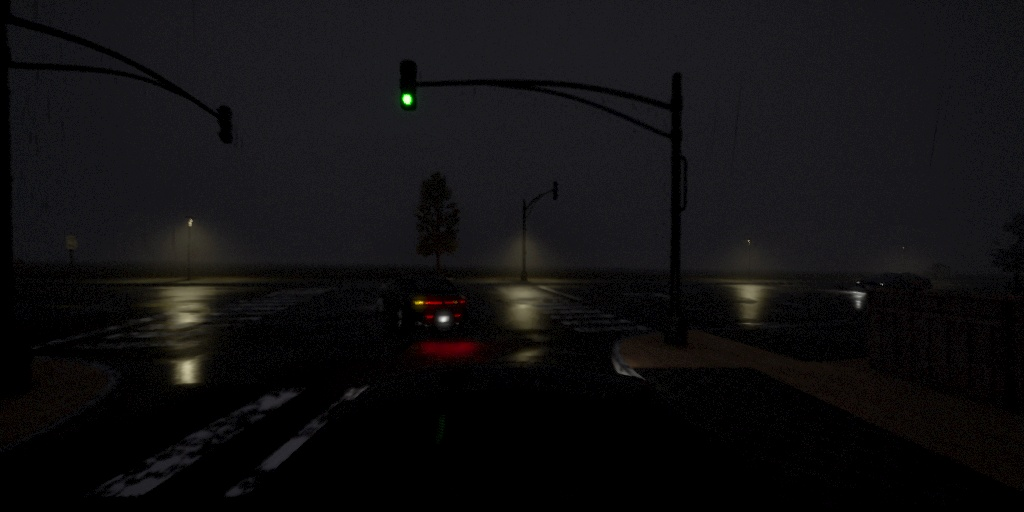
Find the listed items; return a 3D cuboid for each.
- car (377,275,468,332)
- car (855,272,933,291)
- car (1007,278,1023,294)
[{"bbox_3d":[-3.019,1.366,11.603,1.837,1.490,4.892,3,0,-30],"label":"car"},{"bbox_3d":[27.580,1.869,25.860,5.357,1.411,2.033,1,1,-16],"label":"car"},{"bbox_3d":[37.649,2.143,25.222,4.718,1.301,1.895,1,1,-16],"label":"car"}]
